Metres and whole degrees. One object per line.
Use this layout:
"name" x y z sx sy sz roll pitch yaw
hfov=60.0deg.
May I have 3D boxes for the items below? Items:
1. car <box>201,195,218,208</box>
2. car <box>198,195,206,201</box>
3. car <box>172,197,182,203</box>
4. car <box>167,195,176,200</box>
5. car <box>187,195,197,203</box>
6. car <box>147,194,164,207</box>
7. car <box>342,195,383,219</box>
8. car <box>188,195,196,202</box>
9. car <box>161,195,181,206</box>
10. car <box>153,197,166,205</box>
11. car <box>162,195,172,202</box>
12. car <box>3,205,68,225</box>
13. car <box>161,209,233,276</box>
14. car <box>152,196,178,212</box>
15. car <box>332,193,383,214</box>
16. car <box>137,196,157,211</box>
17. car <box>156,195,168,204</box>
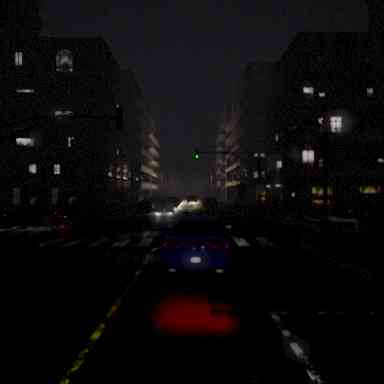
"car" 2.680 1.456 47.435 1.967 1.590 4.097 0 0 0
"car" 2.673 1.599 87.212 2.008 1.369 4.403 0 0 0
"car" -3.014 1.628 68.447 1.895 1.301 4.718 0 0 0
"car" -5.708 1.604 92.890 2.008 1.369 4.403 0 0 0
"car" -0.012 1.387 70.462 2.097 1.767 4.553 0 0 0
"car" -5.702 1.334 53.114 2.192 1.841 5.009 0 0 0
"car" 14.539 1.209 25.498 4.892 1.490 1.837 -1 0 1
"car" -0.014 1.519 80.327 1.882 1.535 5.008 0 0 0
"car" -3.088 1.368 48.600 2.097 1.767 4.553 0 0 0
"car" -5.702 1.548 58.627 1.752 1.417 4.829 0 0 0
"car" -5.705 1.477 75.845 1.967 1.590 4.097 0 0 0
"car" -11.808 1.716 25.145 4.674 1.442 1.812 -1 0 6
"car" 0.234 1.478 10.454 1.882 1.535 5.008 0 0 3
"car" -3.088 1.559 39.118 2.033 1.411 5.357 0 0 0
"car" 14.553 1.014 28.068 5.009 1.841 2.192 -1 1 0
"car" -5.699 1.578 41.749 1.947 1.339 4.313 0 0 0
"car" -5.703 1.467 64.479 1.967 1.590 4.097 0 0 0
